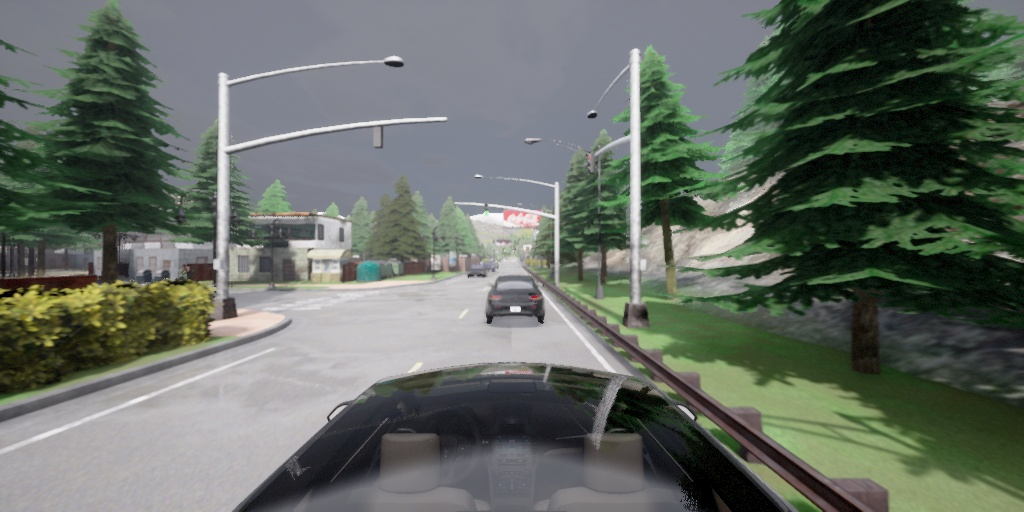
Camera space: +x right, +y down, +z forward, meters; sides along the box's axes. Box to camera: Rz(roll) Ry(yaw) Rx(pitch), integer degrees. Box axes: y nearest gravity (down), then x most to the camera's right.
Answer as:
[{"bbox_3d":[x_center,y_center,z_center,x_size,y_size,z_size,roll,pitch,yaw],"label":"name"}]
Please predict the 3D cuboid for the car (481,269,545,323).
[{"bbox_3d":[0.102,1.359,12.489,1.812,1.442,4.674,0,0,0],"label":"car"}]

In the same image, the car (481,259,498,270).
[{"bbox_3d":[-3.555,1.502,53.218,2.097,1.767,4.553,0,0,0],"label":"car"}]

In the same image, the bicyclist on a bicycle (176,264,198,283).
[{"bbox_3d":[-23.124,1.394,25.467,0.582,1.620,1.656,0,0,7],"label":"bicyclist on a bicycle"}]

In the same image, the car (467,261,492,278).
[{"bbox_3d":[-3.579,1.579,37.926,2.033,1.411,5.357,0,0,0],"label":"car"}]

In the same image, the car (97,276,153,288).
[{"bbox_3d":[-20.208,1.635,17.900,4.718,1.301,1.895,0,0,4],"label":"car"}]
